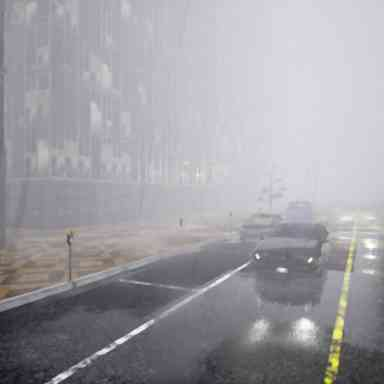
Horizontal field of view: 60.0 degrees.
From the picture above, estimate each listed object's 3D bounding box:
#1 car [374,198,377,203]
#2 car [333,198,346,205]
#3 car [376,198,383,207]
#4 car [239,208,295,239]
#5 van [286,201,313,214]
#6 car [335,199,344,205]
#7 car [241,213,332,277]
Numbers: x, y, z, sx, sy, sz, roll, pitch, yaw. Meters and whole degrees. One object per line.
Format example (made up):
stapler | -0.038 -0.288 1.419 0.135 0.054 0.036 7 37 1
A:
car | 42.261 2.149 74.599 1.947 1.339 4.313 0 -1 27
car | 32.214 2.176 73.329 1.887 1.381 4.507 0 -1 27
car | 34.521 2.023 59.378 1.887 1.381 4.507 0 -1 27
car | 3.828 1.747 17.514 2.008 1.369 4.403 -1 -1 27
van | 8.989 1.626 27.664 1.690 1.788 3.998 -1 -1 27
car | 34.795 2.247 78.404 1.802 1.307 4.206 0 -1 27
car | 3.555 1.668 11.037 2.033 1.411 5.357 -1 -1 27
